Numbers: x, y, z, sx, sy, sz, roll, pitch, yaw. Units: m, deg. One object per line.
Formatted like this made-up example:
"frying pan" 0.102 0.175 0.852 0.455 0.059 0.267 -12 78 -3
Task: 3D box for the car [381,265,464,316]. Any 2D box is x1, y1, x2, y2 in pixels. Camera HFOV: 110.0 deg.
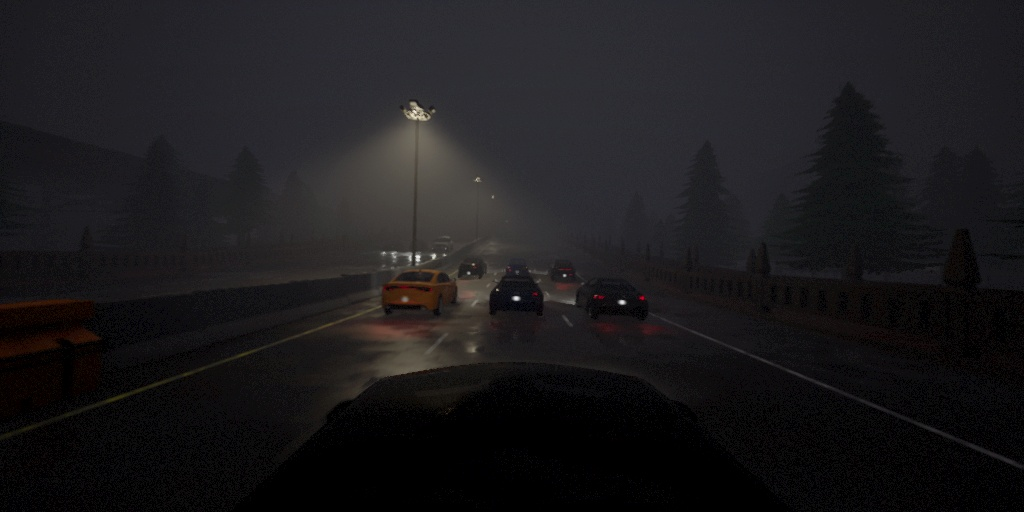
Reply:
"car" -3.324 1.250 13.775 1.882 1.535 5.008 1 -1 1

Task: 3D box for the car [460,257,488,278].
"car" -3.100 0.835 28.613 1.837 1.490 4.892 1 4 1

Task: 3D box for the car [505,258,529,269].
"car" 0.420 0.871 29.618 1.812 1.442 4.674 1 4 1

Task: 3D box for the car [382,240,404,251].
"car" -16.858 -1.544 51.100 1.812 1.442 4.674 1 6 1

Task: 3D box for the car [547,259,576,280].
"car" 3.896 1.001 28.493 1.837 1.490 4.892 1 4 1

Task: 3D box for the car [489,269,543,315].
"car" 0.186 1.420 14.301 1.994 1.385 4.181 1 0 1

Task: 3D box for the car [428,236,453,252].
"car" -9.852 -1.715 51.300 2.150 2.045 5.566 1 6 1

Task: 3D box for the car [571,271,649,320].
"car" 3.676 1.502 13.834 1.994 1.385 4.181 1 0 1

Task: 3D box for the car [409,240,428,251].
"car" -13.353 -1.540 51.477 2.128 1.511 4.902 1 6 1
